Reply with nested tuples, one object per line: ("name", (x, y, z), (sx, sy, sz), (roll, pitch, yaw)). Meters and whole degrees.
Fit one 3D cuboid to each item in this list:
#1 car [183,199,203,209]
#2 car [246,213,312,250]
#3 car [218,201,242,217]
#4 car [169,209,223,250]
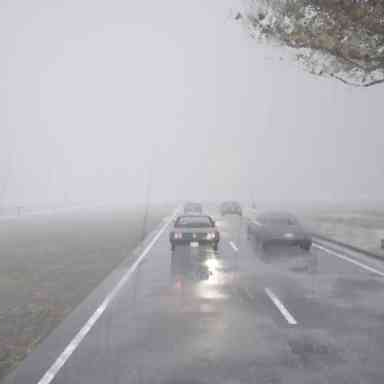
("car", (0.094, 1.475, 34.506), (2.128, 1.511, 4.902), (0, 0, 0))
("car", (3.595, 1.582, 14.349), (1.994, 1.385, 4.181), (0, 0, 0))
("car", (3.596, 1.537, 31.773), (2.033, 1.411, 5.357), (0, 0, 0))
("car", (0.097, 1.619, 14.315), (1.895, 1.301, 4.718), (0, 0, 0))
